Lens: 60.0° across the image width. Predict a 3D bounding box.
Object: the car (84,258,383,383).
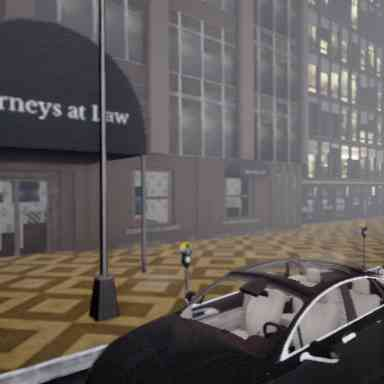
[{"bbox_3d":[1.032,1.537,3.749,4.403,1.369,2.008,0,0,-37],"label":"car"}]
